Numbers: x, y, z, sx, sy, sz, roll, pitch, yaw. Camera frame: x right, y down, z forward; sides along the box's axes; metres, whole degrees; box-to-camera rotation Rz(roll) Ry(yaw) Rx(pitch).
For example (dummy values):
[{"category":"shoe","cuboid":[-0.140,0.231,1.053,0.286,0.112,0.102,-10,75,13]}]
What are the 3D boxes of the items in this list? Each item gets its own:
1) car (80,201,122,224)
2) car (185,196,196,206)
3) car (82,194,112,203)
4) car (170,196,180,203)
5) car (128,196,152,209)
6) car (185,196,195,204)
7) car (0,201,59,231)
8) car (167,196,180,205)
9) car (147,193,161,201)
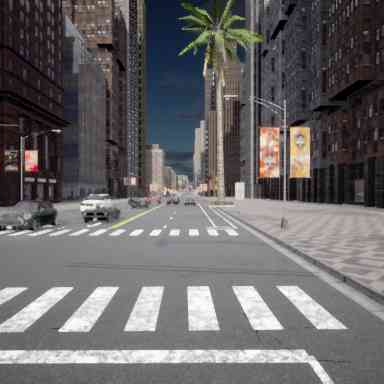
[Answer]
[{"category":"car","cuboid":[-6.744,1.606,25.309,1.895,1.301,4.718,0,0,0]},{"category":"car","cuboid":[-0.322,1.587,56.102,2.033,1.411,5.357,0,0,0]},{"category":"car","cuboid":[-10.052,1.232,35.290,2.150,2.045,5.566,0,0,0]},{"category":"car","cuboid":[-3.549,1.595,69.842,1.812,1.442,4.674,0,0,0]},{"category":"car","cuboid":[-6.847,1.583,44.288,1.994,1.385,4.181,0,0,0]},{"category":"car","cuboid":[-0.382,1.540,66.525,1.882,1.535,5.008,0,0,0]},{"category":"car","cuboid":[-9.967,1.356,20.391,2.097,1.767,4.553,0,0,0]},{"category":"car","cuboid":[-3.496,1.647,59.733,1.895,1.301,4.718,0,0,-1]},{"category":"car","cuboid":[-6.848,0.991,60.624,2.150,2.045,5.566,0,0,0]}]
